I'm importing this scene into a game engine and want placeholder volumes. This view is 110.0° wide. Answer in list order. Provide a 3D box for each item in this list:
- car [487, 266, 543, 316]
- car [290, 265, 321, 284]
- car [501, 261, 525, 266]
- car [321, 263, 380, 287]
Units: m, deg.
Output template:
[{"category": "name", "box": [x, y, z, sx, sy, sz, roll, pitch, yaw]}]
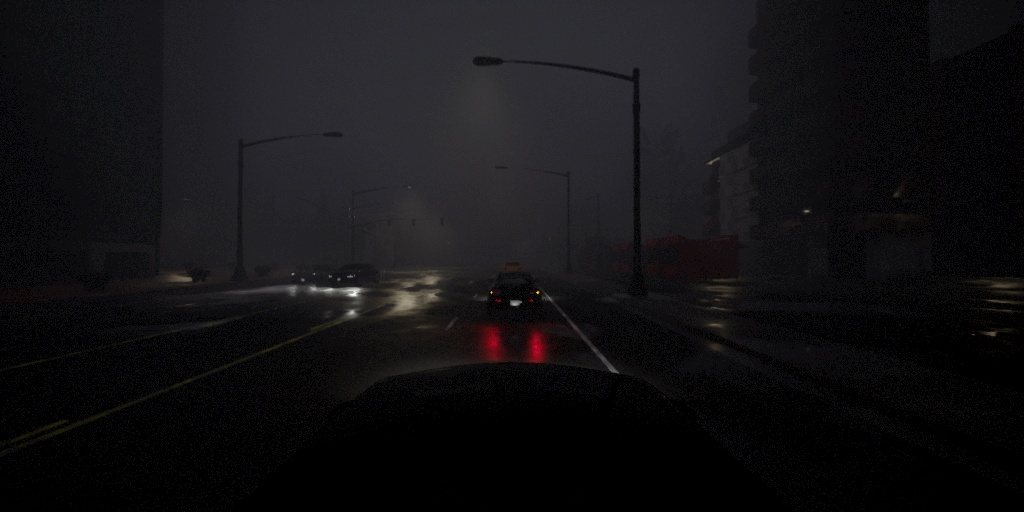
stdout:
[{"category": "car", "box": [0.085, 1.247, 13.130, 1.812, 1.442, 4.674, 0, 0, 0]}, {"category": "car", "box": [-14.077, 1.301, 26.376, 1.895, 1.301, 4.718, 0, 0, 1]}, {"category": "car", "box": [0.057, 1.156, 30.559, 1.882, 1.535, 5.008, 0, 0, 0]}, {"category": "car", "box": [-10.589, 1.209, 24.377, 1.837, 1.490, 4.892, 0, 0, 0]}]
